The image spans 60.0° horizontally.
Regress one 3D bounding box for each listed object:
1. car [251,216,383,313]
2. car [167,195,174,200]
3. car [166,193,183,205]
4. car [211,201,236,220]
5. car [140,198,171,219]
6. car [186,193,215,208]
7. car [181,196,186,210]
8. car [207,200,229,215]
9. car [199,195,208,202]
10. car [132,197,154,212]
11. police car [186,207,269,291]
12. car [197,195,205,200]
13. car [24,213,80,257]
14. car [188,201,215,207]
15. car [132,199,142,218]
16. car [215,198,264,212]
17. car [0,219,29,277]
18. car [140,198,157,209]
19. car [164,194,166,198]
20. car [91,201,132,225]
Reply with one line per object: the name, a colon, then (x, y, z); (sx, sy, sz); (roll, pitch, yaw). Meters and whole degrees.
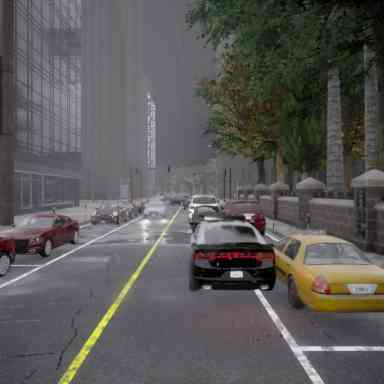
car: (2.742, 1.526, 7.685); (1.752, 1.417, 4.829); (0, 0, 0)
car: (-6.013, 1.636, 93.969); (1.802, 1.307, 4.206); (0, 0, 0)
car: (-1.764, 1.371, 54.998); (2.097, 1.767, 4.553); (1, 0, -38)
car: (2.684, 1.534, 29.511); (1.752, 1.417, 4.829); (0, 0, 0)
car: (-3.077, 1.534, 28.957); (1.812, 1.442, 4.674); (0, 0, 0)
car: (0.834, 1.231, 25.087); (2.150, 2.045, 5.566); (0, 0, 0)
car: (-0.117, 1.541, 43.907); (1.812, 1.442, 4.674); (0, 0, 0)
car: (2.670, 1.576, 34.798); (1.947, 1.339, 4.313); (0, 0, 0)
car: (2.556, 1.479, 77.680); (1.967, 1.590, 4.097); (0, 0, 0)
car: (-5.870, 1.453, 40.230); (1.967, 1.590, 4.097); (0, 0, 0)
police car: (0.876, 1.427, 9.167); (1.930, 1.638, 5.238); (0, 0, 0)
car: (2.512, 1.605, 93.992); (2.008, 1.369, 4.403); (0, 0, 0)
car: (-5.797, 1.547, 12.945); (1.887, 1.381, 4.507); (0, 0, 0)
car: (0.849, 1.510, 19.057); (1.837, 1.490, 4.892); (0, 0, 0)
car: (-5.841, 1.559, 29.316); (2.008, 1.369, 4.403); (0, 0, 0)
car: (2.713, 1.319, 18.428); (2.192, 1.841, 5.009); (0, 0, 0)
car: (-5.783, 1.545, 7.488); (1.887, 1.381, 4.507); (0, 0, 0)
car: (-5.884, 1.541, 45.517); (1.752, 1.417, 4.829); (0, 0, 0)
car: (-5.984, 1.359, 83.095); (2.192, 1.841, 5.009); (0, 0, 0)
car: (-5.826, 1.446, 23.859); (1.967, 1.590, 4.097); (0, 0, 0)
